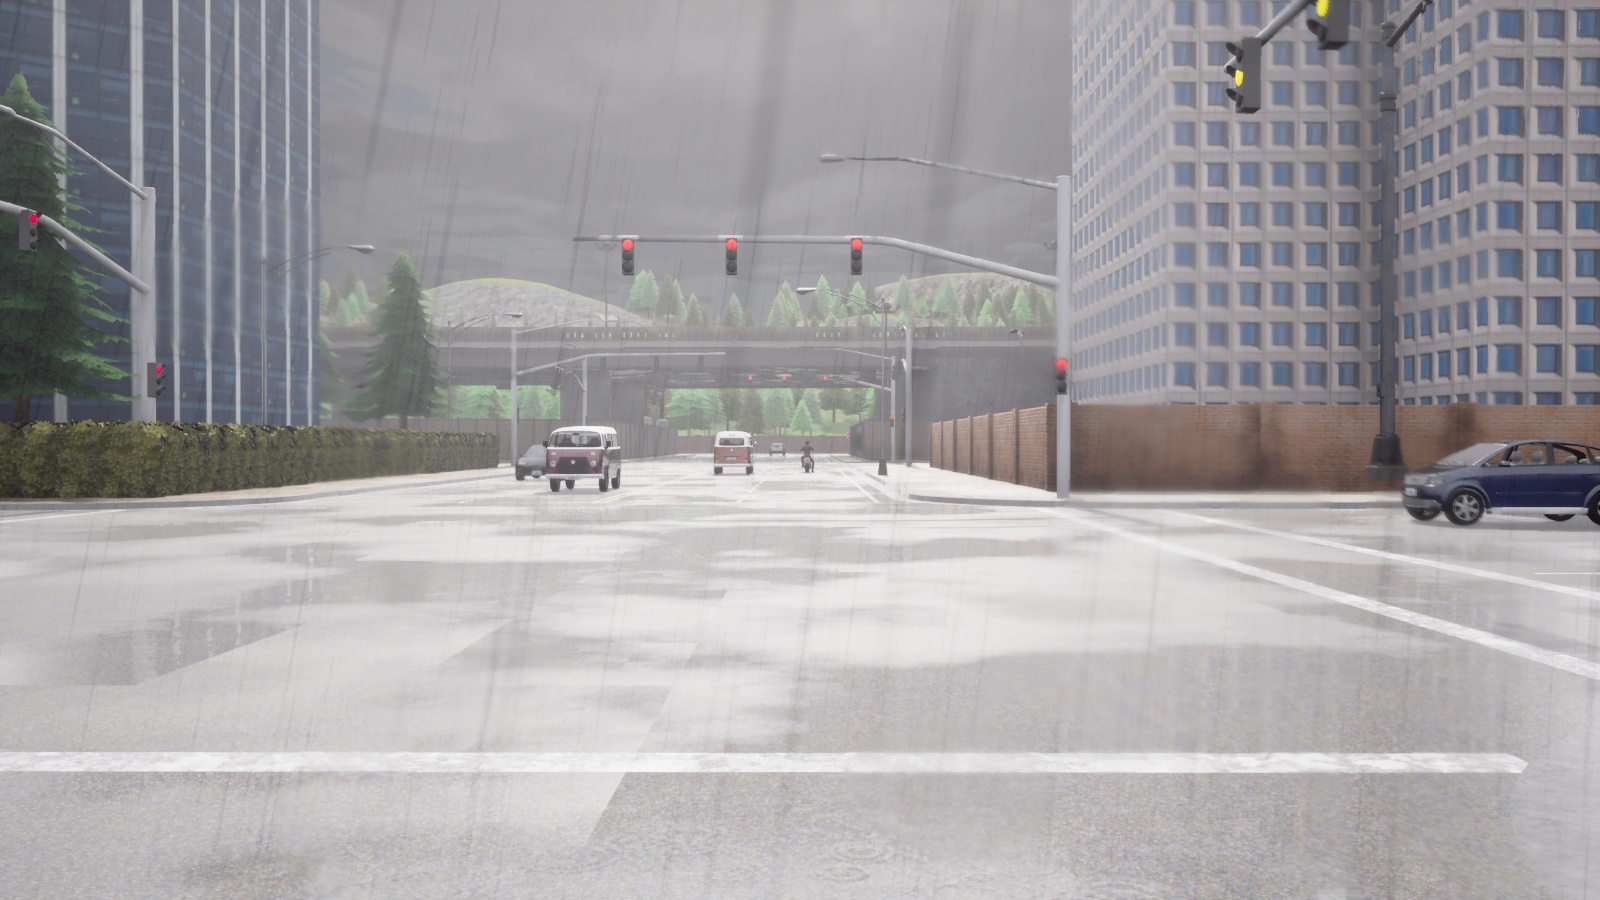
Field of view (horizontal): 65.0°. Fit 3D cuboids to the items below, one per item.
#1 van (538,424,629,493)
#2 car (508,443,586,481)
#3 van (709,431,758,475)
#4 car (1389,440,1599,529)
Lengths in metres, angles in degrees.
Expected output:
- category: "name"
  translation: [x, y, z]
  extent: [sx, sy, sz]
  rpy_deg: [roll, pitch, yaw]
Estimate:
- category: "van"
  translation: [-6.770, 0.240, 39.687]
  extent: [2.069, 2.038, 4.480]
  rpy_deg: [0, 0, 0]
- category: "car"
  translation: [-10.208, 0.450, 51.077]
  extent: [2.163, 1.488, 4.792]
  rpy_deg: [0, 0, 0]
- category: "van"
  translation: [-3.158, 0.126, 60.408]
  extent: [2.069, 2.038, 4.480]
  rpy_deg: [0, 0, 0]
- category: "car"
  translation: [13.058, 0.606, 22.997]
  extent: [3.705, 1.549, 1.789]
  rpy_deg: [0, 0, 1]
